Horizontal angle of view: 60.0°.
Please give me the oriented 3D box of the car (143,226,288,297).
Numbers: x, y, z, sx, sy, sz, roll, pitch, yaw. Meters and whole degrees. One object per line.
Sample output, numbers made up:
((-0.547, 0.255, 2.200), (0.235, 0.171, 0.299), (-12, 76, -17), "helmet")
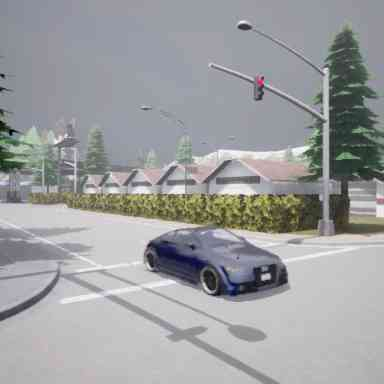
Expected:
((0.405, 1.627, 8.785), (1.994, 1.385, 4.181), (0, 1, -37), "car")
